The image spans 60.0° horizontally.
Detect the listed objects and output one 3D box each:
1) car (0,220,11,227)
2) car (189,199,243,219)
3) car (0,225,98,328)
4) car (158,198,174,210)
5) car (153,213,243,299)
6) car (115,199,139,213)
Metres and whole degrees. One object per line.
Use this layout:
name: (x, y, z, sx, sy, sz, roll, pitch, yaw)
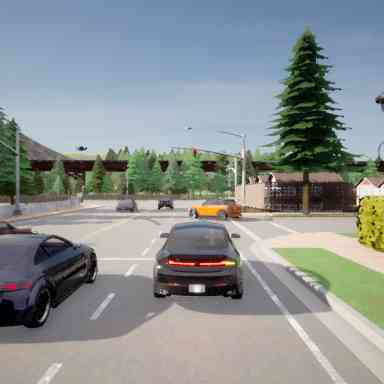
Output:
car: (-7.103, 1.601, 10.617, 1.895, 1.301, 4.718, 0, 0, 0)
car: (1.887, 1.347, 27.698, 4.553, 1.767, 2.097, 0, -1, 44)
car: (-3.420, 1.564, 6.979, 1.994, 1.385, 4.181, 0, 0, 0)
car: (-3.411, 1.505, 43.737, 1.837, 1.490, 4.892, 0, 0, 0)
car: (0.193, 1.505, 8.465, 1.837, 1.490, 4.892, 0, 0, 2)
car: (-7.091, 1.526, 36.600, 1.812, 1.442, 4.674, 0, 0, 0)
